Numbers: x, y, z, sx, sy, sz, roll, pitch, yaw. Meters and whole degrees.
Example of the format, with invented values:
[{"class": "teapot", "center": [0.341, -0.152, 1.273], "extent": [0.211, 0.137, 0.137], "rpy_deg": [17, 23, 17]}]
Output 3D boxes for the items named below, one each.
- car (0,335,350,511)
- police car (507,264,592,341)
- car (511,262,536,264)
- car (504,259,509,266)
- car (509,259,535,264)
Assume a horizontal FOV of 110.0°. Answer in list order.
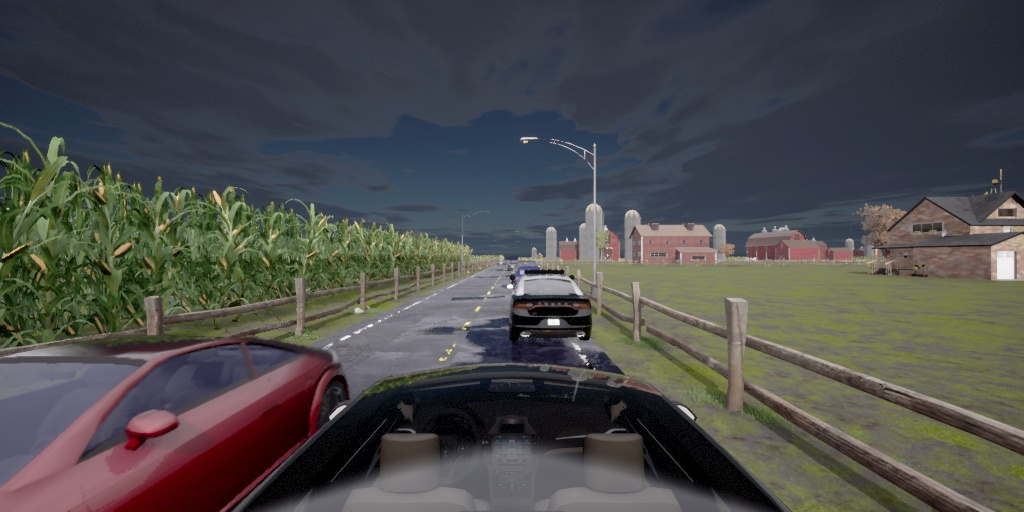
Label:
[{"class": "car", "center": [-2.844, 1.314, 2.383], "extent": [1.994, 1.385, 4.181], "rpy_deg": [0, 0, 0]}, {"class": "police car", "center": [0.887, 1.175, 10.053], "extent": [1.930, 1.638, 5.238], "rpy_deg": [0, 0, 0]}, {"class": "car", "center": [0.961, 1.275, 19.943], "extent": [1.812, 1.442, 4.674], "rpy_deg": [0, 0, 0]}, {"class": "car", "center": [0.377, 1.264, 48.412], "extent": [2.128, 1.511, 4.902], "rpy_deg": [0, 0, 1]}, {"class": "car", "center": [1.004, 1.100, 25.913], "extent": [2.097, 1.767, 4.553], "rpy_deg": [0, 0, 0]}]
